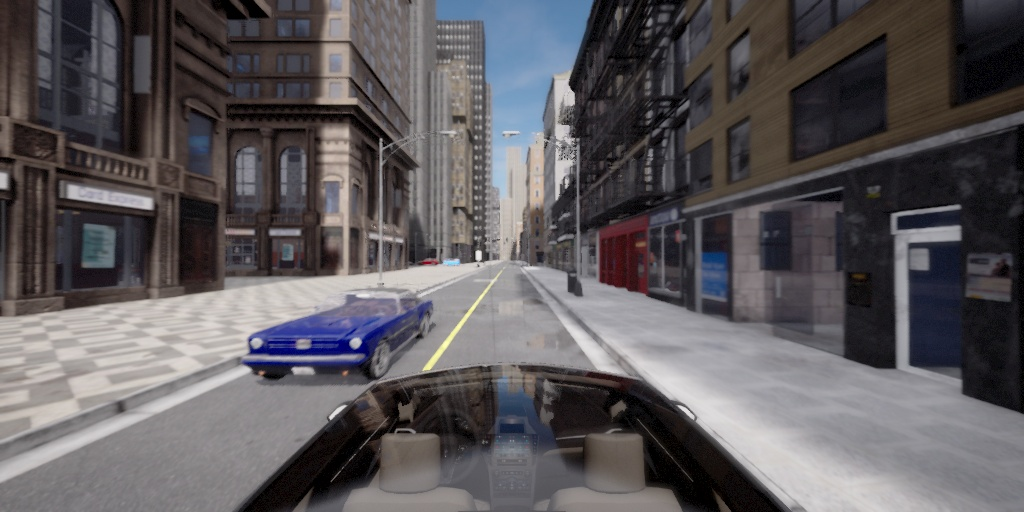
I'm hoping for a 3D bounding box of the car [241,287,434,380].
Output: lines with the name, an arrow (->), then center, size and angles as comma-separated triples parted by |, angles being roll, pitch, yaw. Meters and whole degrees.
car -> -3.002, 1.352, 7.365 | 1.895, 1.301, 4.718 | 0, 0, 0
